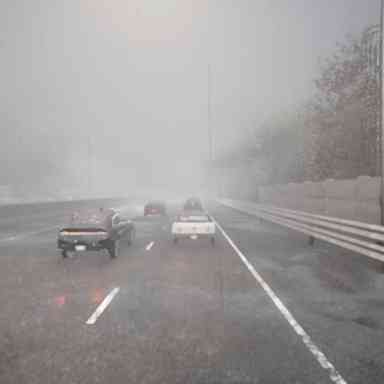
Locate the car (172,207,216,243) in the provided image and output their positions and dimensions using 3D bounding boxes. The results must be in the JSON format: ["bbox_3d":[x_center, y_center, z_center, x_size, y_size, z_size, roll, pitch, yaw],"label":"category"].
[{"bbox_3d":[0.093,1.611,16.174,1.895,1.301,4.718,0,0,0],"label":"car"}]

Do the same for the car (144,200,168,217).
[{"bbox_3d":[-3.411,1.513,32.016,1.882,1.535,5.008,0,0,0],"label":"car"}]

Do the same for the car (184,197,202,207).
[{"bbox_3d":[0.083,1.399,39.158,2.097,1.767,4.553,0,0,0],"label":"car"}]

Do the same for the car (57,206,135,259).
[{"bbox_3d":[-3.404,1.498,12.575,2.128,1.511,4.902,0,0,0],"label":"car"}]
